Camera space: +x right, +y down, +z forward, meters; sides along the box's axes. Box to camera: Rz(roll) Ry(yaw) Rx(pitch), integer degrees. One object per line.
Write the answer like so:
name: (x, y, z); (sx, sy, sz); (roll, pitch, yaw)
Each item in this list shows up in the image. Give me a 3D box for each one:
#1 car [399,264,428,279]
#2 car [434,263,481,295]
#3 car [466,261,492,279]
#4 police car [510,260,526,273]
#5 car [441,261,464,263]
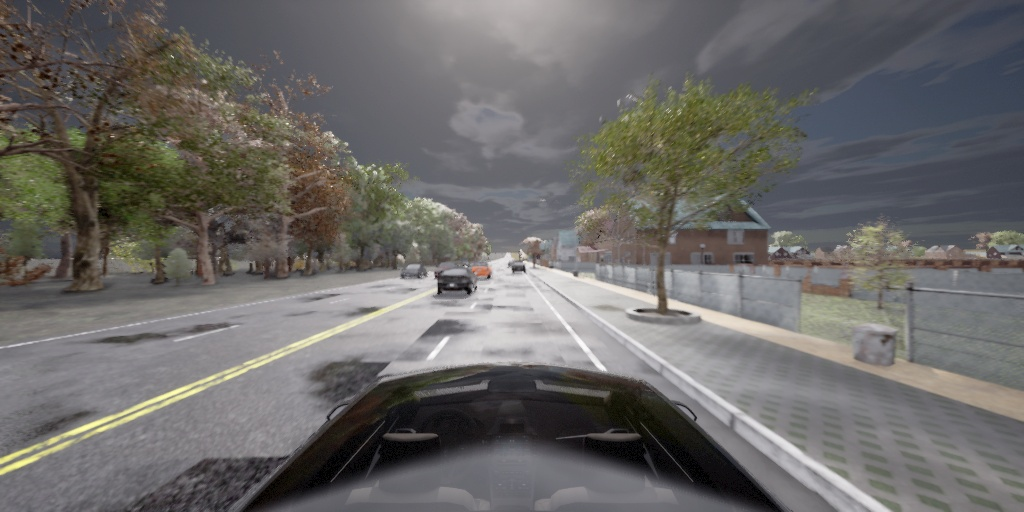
car: (-9.841, 1.544, 36.332); (1.812, 1.442, 4.674); (0, 0, 0)
car: (-3.157, 1.383, 21.370); (1.882, 1.535, 5.008); (0, 0, 0)
car: (-3.158, 1.376, 37.001); (2.097, 1.767, 4.553); (0, -1, 0)
police car: (0.966, 1.545, 49.924); (1.930, 1.638, 5.238); (0, 0, 0)
car: (-6.589, 1.374, 36.745); (2.097, 1.767, 4.553); (0, 0, 0)
